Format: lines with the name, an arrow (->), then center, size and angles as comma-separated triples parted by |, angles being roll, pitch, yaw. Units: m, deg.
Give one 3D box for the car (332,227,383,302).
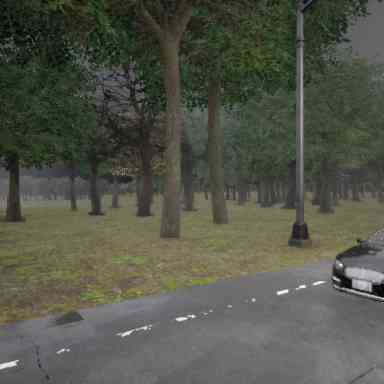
car -> 5.198, 1.488, 7.677 | 4.902, 1.511, 2.128 | 0, 0, -35
